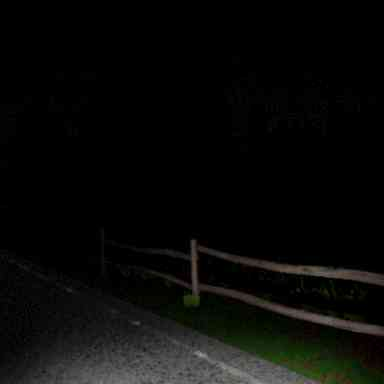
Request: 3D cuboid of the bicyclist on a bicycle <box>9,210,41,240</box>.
[{"bbox_3d":[-8.226,1.701,16.777,1.656,1.620,0.582,22,-32,-34],"label":"bicyclist on a bicycle"}]
